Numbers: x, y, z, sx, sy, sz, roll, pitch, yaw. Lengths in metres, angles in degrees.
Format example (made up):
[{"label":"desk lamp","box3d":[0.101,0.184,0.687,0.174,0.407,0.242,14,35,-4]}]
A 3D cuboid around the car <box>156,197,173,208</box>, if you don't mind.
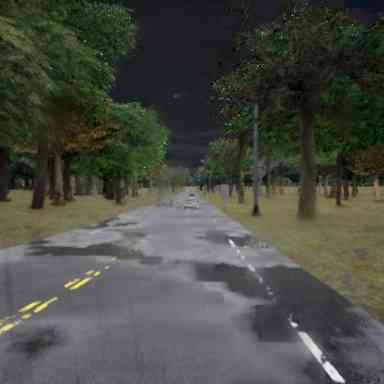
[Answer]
[{"label":"car","box3d":[-3.529,1.300,43.093,1.994,1.385,4.181,0,0,0]}]
